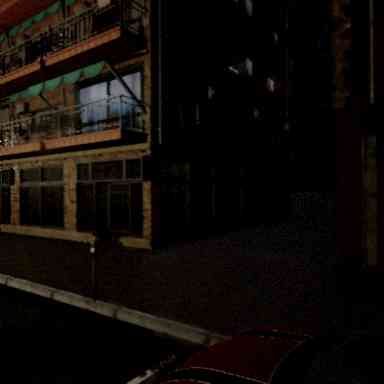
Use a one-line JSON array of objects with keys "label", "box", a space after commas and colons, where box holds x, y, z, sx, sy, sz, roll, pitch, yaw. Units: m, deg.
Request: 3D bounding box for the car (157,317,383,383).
[{"label": "car", "box": [1.486, 1.437, 1.806, 4.097, 1.590, 1.967, -1, 0, 36]}]
